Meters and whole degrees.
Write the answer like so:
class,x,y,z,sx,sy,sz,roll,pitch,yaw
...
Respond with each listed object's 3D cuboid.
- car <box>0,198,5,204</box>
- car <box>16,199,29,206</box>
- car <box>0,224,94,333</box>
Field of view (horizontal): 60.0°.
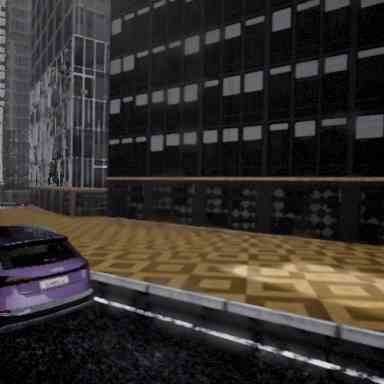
class,x,y,z,sx,sy,sz,roll,pitch,yaw
car,-39.742,1.777,66.027,4.403,1.369,2.008,1,1,-34
car,-30.614,2.011,62.728,4.507,1.381,1.887,1,1,-34
car,-3.910,1.432,6.349,4.856,1.649,2.033,0,0,35
